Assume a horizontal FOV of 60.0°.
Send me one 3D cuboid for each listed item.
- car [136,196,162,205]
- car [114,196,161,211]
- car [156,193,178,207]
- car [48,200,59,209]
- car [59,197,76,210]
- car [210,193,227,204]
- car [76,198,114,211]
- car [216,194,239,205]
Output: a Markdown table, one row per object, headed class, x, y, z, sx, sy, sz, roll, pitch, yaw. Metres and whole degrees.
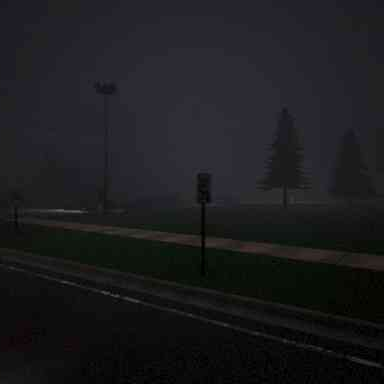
| class | x | y | z | sx | sy | sz | roll | pitch | yaw |
| --- | --- | --- | --- | --- | --- | --- | --- | --- | --- |
| car | -7.525 | 1.504 | 58.827 | 1.837 | 1.490 | 4.892 | 0 | 0 | 35 |
| car | -6.709 | 1.547 | 41.701 | 2.033 | 1.411 | 5.357 | 0 | 0 | 35 |
| car | -4.413 | 1.222 | 51.089 | 2.150 | 2.045 | 5.566 | 0 | 0 | 35 |
| car | -17.018 | 1.478 | 45.281 | 1.882 | 1.535 | 5.008 | 0 | 0 | 35 |
| car | -14.369 | 1.564 | 42.963 | 1.994 | 1.385 | 4.181 | 0 | 0 | 35 |
| car | 5.095 | 1.223 | 64.550 | 2.150 | 2.045 | 5.566 | 0 | 0 | 35 |
| car | -11.210 | 1.547 | 41.373 | 2.033 | 1.411 | 5.357 | 0 | 0 | 35 |
| car | 6.884 | 1.506 | 61.037 | 1.837 | 1.490 | 4.892 | 0 | 0 | 36 |
